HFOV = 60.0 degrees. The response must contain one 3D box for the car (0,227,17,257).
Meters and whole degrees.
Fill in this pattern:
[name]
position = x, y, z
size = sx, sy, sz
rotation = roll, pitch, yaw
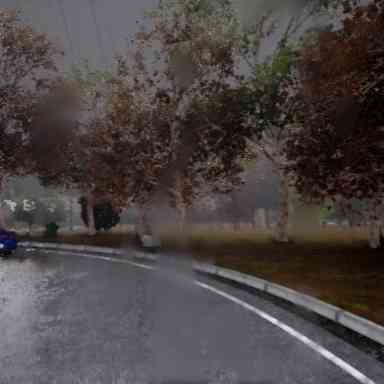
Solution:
[car]
position = -9.577, 2.006, 13.978
size = 5.008, 1.535, 1.882
rotation = -2, -1, 27
